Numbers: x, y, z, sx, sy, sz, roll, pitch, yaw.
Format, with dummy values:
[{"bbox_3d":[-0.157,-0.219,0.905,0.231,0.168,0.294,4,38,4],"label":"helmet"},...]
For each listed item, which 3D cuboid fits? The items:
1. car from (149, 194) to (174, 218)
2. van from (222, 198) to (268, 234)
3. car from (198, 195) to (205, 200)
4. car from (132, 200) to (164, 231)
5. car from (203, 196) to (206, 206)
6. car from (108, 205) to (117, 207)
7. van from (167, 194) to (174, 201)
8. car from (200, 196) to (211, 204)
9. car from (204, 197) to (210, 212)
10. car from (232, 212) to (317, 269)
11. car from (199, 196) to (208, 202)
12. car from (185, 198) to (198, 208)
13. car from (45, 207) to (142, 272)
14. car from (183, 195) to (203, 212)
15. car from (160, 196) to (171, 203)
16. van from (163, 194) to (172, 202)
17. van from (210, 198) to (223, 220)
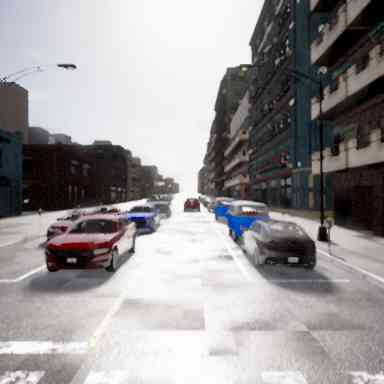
[{"bbox_3d":[-3.088,1.277,31.683,2.150,2.045,5.566,0,0,0],"label":"car"},{"bbox_3d":[2.702,1.372,16.611,1.690,1.788,3.998,1,0,0],"label":"van"},{"bbox_3d":[2.696,1.544,94.741,1.967,1.590,4.097,1,0,0],"label":"car"},{"bbox_3d":[-3.089,1.516,20.997,1.882,1.535,5.008,0,0,0],"label":"car"},{"bbox_3d":[2.697,1.644,50.096,1.947,1.339,4.313,1,0,0],"label":"car"},{"bbox_3d":[-5.681,1.585,22.155,1.887,1.381,4.507,1,0,0],"label":"car"},{"bbox_3d":[-5.682,1.444,89.117,1.690,1.788,3.998,1,0,0],"label":"van"},{"bbox_3d":[2.696,1.636,66.839,1.887,1.381,4.507,1,0,0],"label":"car"},{"bbox_3d":[2.698,1.591,39.103,1.752,1.417,4.829,1,0,0],"label":"car"},{"bbox_3d":[2.700,1.572,11.031,2.008,1.369,4.403,1,0,0],"label":"car"},{"bbox_3d":[2.695,1.649,78.000,2.008,1.369,4.403,1,0,0],"label":"car"},{"bbox_3d":[-0.006,1.680,51.050,1.895,1.301,4.718,0,0,0],"label":"car"},{"bbox_3d":[-3.090,1.498,11.084,1.882,1.535,5.008,0,0,0],"label":"car"},{"bbox_3d":[-0.004,1.420,40.902,2.097,1.767,4.553,0,0,0],"label":"car"},{"bbox_3d":[-5.685,1.661,72.377,1.947,1.339,4.313,1,0,0],"label":"car"},{"bbox_3d":[-5.681,1.440,77.957,1.690,1.788,3.998,1,0,0],"label":"van"},{"bbox_3d":[2.702,1.391,27.773,1.690,1.788,3.998,1,0,0],"label":"van"}]
